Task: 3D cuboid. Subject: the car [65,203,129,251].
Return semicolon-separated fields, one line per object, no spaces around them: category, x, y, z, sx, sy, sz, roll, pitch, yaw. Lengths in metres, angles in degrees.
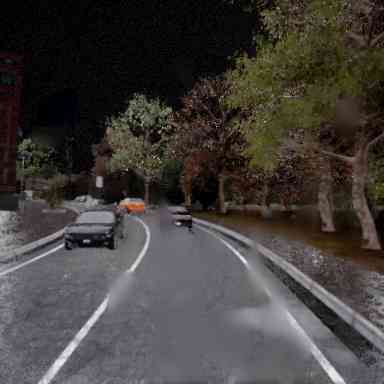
car;-4.032;1.487;14.441;1.882;1.535;5.008;1;0;-6

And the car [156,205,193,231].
car;-1.156;1.554;20.875;2.128;1.511;4.902;1;0;-9

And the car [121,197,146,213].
car;-6.771;1.393;37.494;2.097;1.767;4.553;3;-1;-26
